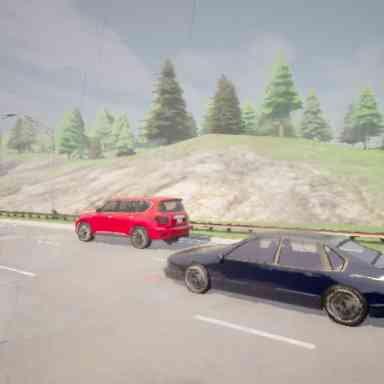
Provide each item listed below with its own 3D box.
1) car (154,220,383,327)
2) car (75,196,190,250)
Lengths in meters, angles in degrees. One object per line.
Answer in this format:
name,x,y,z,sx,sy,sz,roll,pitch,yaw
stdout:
car,1.946,1.528,6.976,5.357,1.411,2.033,0,0,36
car,-2.683,1.211,14.481,5.566,2.045,2.150,0,0,35
